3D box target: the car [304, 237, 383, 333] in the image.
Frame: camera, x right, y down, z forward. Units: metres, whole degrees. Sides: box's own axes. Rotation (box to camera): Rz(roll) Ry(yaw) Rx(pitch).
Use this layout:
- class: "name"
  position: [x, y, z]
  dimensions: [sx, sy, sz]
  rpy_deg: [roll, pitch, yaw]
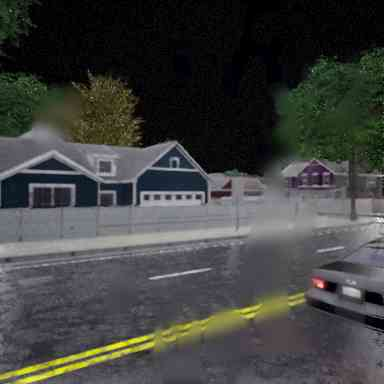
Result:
- class: "car"
  position: [4.499, 1.606, 6.593]
  dimensions: [5.357, 1.411, 2.033]
  rpy_deg: [1, 0, -36]
